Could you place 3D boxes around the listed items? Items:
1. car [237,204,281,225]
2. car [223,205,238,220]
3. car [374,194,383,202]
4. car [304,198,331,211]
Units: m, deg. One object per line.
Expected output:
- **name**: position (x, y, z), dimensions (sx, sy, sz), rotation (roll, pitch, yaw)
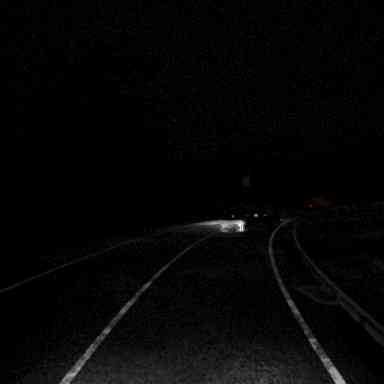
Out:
- **car**: position (5.174, 1.582, 24.047), dimensions (2.033, 1.411, 5.357), rotation (-2, -1, 23)
- **car**: position (4.533, 1.776, 30.554), dimensions (1.895, 1.301, 4.718), rotation (-3, -1, 28)
- **car**: position (34.499, 0.946, 59.032), dimensions (4.718, 1.301, 1.895), rotation (-4, -3, -30)
- **car**: position (15.047, 1.398, 39.667), dimensions (1.882, 1.535, 5.008), rotation (-5, -2, 39)
